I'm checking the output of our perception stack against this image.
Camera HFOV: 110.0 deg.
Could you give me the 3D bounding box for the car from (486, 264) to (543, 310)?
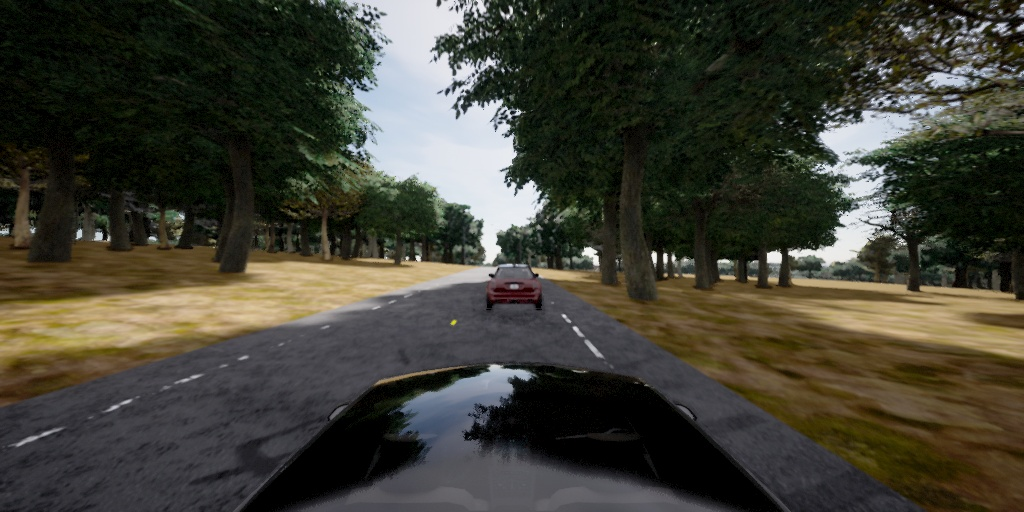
[{"bbox_3d":[0.076,1.117,14.956,2.097,1.767,4.553,0,0,0],"label":"car"}]
